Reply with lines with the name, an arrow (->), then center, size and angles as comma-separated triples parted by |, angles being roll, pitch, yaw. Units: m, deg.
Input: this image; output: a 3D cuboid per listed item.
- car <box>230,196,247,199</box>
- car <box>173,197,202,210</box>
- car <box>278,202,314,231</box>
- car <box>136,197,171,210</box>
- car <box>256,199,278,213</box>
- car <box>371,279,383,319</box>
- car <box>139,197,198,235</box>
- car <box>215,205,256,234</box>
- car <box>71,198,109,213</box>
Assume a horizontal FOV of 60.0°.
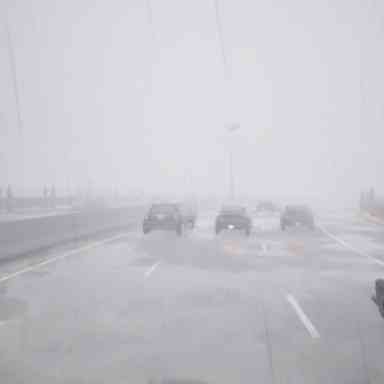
car -> 10.006, 1.464, 70.923 | 2.033, 1.411, 5.357 | 0, 0, 40
car -> -0.493, 1.462, 42.638 | 1.812, 1.442, 4.674 | 0, 0, 26
car -> 6.513, 1.503, 20.880 | 1.837, 1.490, 4.892 | 0, 0, 14
car -> -4.758, 1.412, 41.752 | 2.128, 1.511, 4.902 | 0, 0, 24
car -> 8.309, 1.488, 36.287 | 1.837, 1.490, 4.892 | 0, 0, 24
car -> 3.758, 1.612, 3.265 | 1.895, 1.301, 4.718 | 0, 0, 3
car -> -1.130, 1.320, 18.800 | 2.097, 1.767, 4.553 | 0, 0, 12
car -> 2.498, 1.484, 19.110 | 1.837, 1.490, 4.892 | 0, 0, 13
car -> -10.925, 1.406, 35.866 | 1.837, 1.490, 4.892 | 0, 0, 20
